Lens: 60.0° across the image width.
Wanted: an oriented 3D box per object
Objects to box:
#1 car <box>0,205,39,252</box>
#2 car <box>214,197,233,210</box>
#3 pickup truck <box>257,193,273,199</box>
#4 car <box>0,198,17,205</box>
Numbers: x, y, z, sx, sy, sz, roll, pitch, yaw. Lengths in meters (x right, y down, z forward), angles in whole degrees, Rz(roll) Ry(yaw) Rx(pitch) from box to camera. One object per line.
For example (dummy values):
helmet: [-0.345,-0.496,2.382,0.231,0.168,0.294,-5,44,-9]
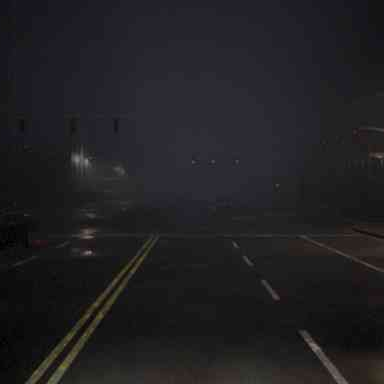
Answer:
car: [-7.042,1.408,11.417,2.128,1.511,4.902,0,0,0]
car: [3.595,1.270,37.906,2.033,1.411,5.357,0,0,0]
pickup truck: [16.622,0.511,74.837,2.390,2.098,6.274,0,0,31]
car: [-19.267,1.260,31.640,4.902,1.511,2.128,0,0,3]
